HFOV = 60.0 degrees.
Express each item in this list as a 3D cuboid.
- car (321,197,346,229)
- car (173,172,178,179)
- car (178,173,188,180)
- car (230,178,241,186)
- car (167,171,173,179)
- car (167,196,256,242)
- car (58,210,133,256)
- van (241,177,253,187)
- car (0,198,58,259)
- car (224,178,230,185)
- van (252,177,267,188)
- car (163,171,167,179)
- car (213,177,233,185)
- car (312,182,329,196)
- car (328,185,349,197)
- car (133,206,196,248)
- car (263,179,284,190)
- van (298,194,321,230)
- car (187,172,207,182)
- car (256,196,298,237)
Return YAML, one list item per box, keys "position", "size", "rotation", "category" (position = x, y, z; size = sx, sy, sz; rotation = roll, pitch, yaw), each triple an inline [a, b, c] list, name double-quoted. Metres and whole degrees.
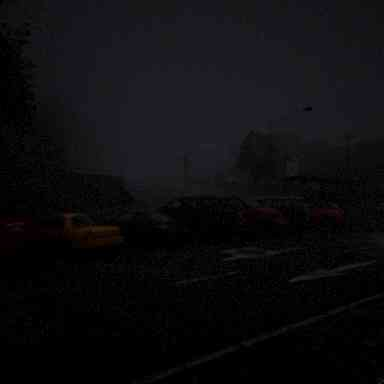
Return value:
- position: [7.435, 1.362, 21.623]
  size: [4.553, 1.767, 2.185]
  rotation: [-1, -1, 35]
  category: "car"
- position: [-1.967, -3.949, 84.552]
  size: [2.185, 1.767, 4.553]
  rotation: [6, 3, 34]
  category: "car"
- position: [-0.173, -3.797, 82.086]
  size: [2.435, 2.045, 5.566]
  rotation: [7, 4, 34]
  category: "car"
- position: [10.359, -1.910, 67.535]
  size: [1.946, 1.575, 5.366]
  rotation: [7, 3, 35]
  category: "car"
- position: [-3.697, -4.184, 87.021]
  size: [2.185, 1.767, 4.553]
  rotation: [4, 1, 33]
  category: "car"
- position: [-0.026, 1.237, 16.498]
  size: [5.566, 2.045, 2.435]
  rotation: [-1, -1, 35]
  category: "car"
- position: [-5.060, 1.489, 13.114]
  size: [5.366, 1.575, 1.946]
  rotation: [-1, 0, 35]
  category: "car"
- position: [11.933, -1.861, 64.804]
  size: [1.878, 1.987, 4.442]
  rotation: [7, 4, 35]
  category: "van"
- position: [-7.380, 1.239, 11.286]
  size: [5.566, 2.045, 2.435]
  rotation: [-1, 0, 35]
  category: "car"
- position: [8.528, -2.141, 69.855]
  size: [2.002, 1.452, 4.674]
  rotation: [7, 4, 35]
  category: "car"
- position: [13.663, -1.587, 62.333]
  size: [1.878, 1.987, 4.442]
  rotation: [7, 4, 35]
  category: "van"
- position: [-5.469, -4.461, 89.369]
  size: [2.435, 2.045, 5.566]
  rotation: [1, -1, 34]
  category: "car"
- position: [6.785, -2.415, 72.317]
  size: [2.002, 1.452, 4.674]
  rotation: [7, 3, 35]
  category: "car"
- position: [20.634, -0.522, 52.586]
  size: [2.435, 2.045, 5.566]
  rotation: [7, 3, 35]
  category: "car"
- position: [22.326, 0.041, 50.114]
  size: [2.002, 1.452, 4.674]
  rotation: [7, 3, 35]
  category: "car"
- position: [-2.453, 1.529, 14.741]
  size: [4.674, 1.452, 2.002]
  rotation: [-1, -1, 35]
  category: "car"
- position: [15.423, -1.089, 59.971]
  size: [2.231, 1.521, 4.892]
  rotation: [7, 3, 35]
  category: "car"
- position: [5.026, 1.260, 19.873]
  size: [4.442, 1.987, 1.878]
  rotation: [-1, -1, 35]
  category: "van"
- position: [1.679, -3.275, 79.827]
  size: [1.946, 1.575, 5.366]
  rotation: [7, 3, 34]
  category: "car"
- position: [2.488, 1.236, 18.203]
  size: [5.566, 2.045, 2.435]
  rotation: [-1, -1, 35]
  category: "car"
